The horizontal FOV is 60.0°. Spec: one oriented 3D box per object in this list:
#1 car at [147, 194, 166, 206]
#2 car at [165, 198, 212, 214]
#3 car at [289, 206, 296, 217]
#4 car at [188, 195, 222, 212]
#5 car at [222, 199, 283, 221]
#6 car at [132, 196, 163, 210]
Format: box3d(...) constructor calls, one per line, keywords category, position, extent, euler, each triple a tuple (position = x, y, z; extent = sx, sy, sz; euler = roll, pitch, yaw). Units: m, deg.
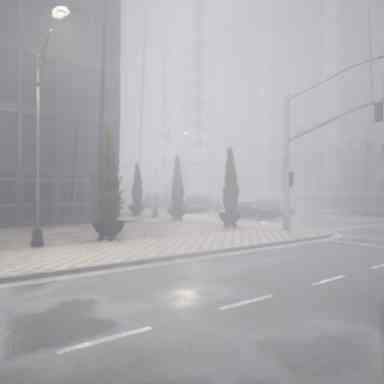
box3d(category="car", position=(-5.096, 1.375, 49.869), extent=(2.150, 2.045, 5.566), euler=(0, 0, -36))
box3d(category="car", position=(-0.505, 1.688, 37.573), extent=(2.033, 1.411, 5.357), euler=(0, 0, -36))
box3d(category="car", position=(7.752, 1.506, 32.175), extent=(2.097, 1.767, 4.553), euler=(0, 0, -36))
box3d(category="car", position=(1.467, 1.375, 40.815), extent=(2.150, 2.045, 5.566), euler=(0, 0, -36))
box3d(category="car", position=(5.305, 1.618, 29.587), extent=(1.882, 1.535, 5.008), euler=(0, 0, -36))
box3d(category="car", position=(-6.588, 1.631, 45.955), extent=(2.128, 1.511, 4.902), euler=(0, 0, -36))
